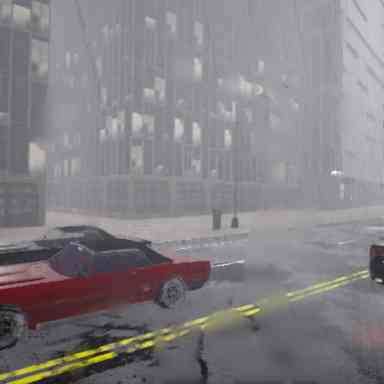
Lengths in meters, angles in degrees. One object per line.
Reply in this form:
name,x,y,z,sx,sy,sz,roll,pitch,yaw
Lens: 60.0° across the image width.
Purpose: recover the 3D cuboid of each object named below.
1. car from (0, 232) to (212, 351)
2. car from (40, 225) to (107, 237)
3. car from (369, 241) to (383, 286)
car,-1.984,1.617,6.327,4.718,1.301,1.895,0,0,-36
car,-3.595,1.623,9.173,4.718,1.301,1.895,0,0,-36
car,6.331,1.504,8.312,5.008,1.535,1.882,0,0,-38
